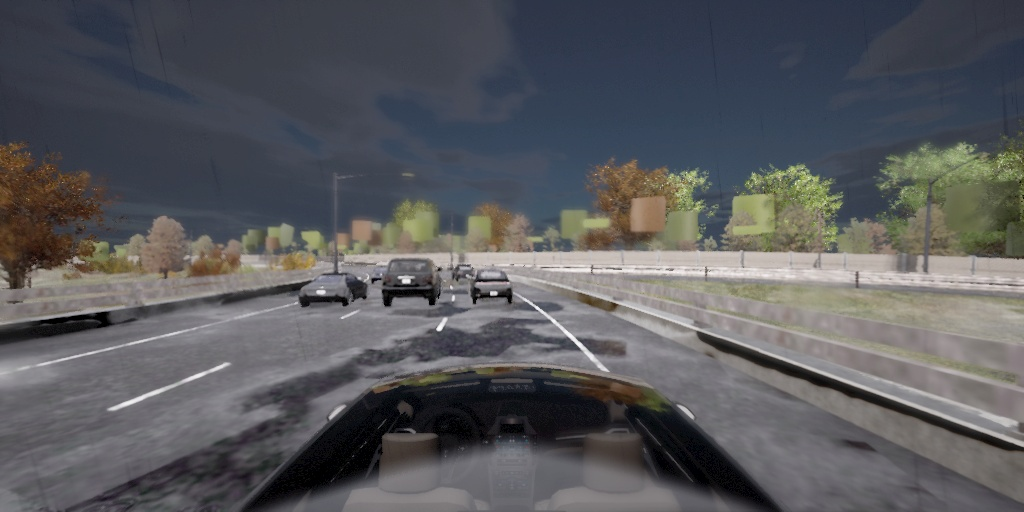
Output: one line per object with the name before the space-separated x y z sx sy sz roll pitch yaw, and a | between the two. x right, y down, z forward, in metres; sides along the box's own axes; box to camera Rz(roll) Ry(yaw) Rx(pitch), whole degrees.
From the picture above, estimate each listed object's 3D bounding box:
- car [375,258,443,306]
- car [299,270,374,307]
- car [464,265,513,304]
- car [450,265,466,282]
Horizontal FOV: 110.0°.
car | -4.533 1.111 16.784 2.150 2.045 5.566 0 0 -8
car | -8.052 1.458 16.573 1.994 1.385 4.181 0 -1 -8
car | -1.111 1.392 17.521 2.128 1.511 4.902 0 0 -8
car | -4.540 1.578 33.482 1.812 1.442 4.674 0 0 -17
